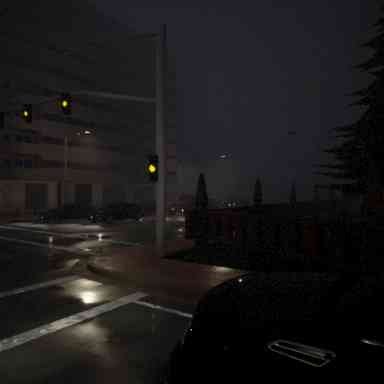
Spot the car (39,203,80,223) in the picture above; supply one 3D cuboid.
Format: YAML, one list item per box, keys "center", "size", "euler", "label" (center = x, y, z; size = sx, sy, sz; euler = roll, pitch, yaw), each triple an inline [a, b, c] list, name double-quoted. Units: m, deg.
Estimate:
- center: [-9.605, 1.581, 26.186]
  size: [1.812, 1.442, 4.674]
  euler: [0, 0, 35]
  label: "car"

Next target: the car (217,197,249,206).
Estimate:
- center: [5.461, 1.407, 41.709]
  size: [2.097, 1.767, 4.553]
  euler: [0, 0, 35]
  label: "car"

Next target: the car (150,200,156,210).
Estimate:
- center: [-4.399, 1.581, 33.657]
  size: [1.812, 1.442, 4.674]
  euler: [0, 0, 35]
  label: "car"

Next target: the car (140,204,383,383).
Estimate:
- center: [2.426, 1.221, 2.130]
  size: [5.566, 2.045, 2.150]
  euler: [0, 0, 37]
  label: "car"

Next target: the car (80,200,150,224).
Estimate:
- center: [-5.754, 1.560, 25.595]
  size: [1.837, 1.490, 4.892]
  euler: [0, 0, 35]
  label: "car"

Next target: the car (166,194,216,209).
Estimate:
- center: [-0.198, 1.277, 33.590]
  size: [2.150, 2.045, 5.566]
  euler: [0, 0, 35]
  label: "car"
